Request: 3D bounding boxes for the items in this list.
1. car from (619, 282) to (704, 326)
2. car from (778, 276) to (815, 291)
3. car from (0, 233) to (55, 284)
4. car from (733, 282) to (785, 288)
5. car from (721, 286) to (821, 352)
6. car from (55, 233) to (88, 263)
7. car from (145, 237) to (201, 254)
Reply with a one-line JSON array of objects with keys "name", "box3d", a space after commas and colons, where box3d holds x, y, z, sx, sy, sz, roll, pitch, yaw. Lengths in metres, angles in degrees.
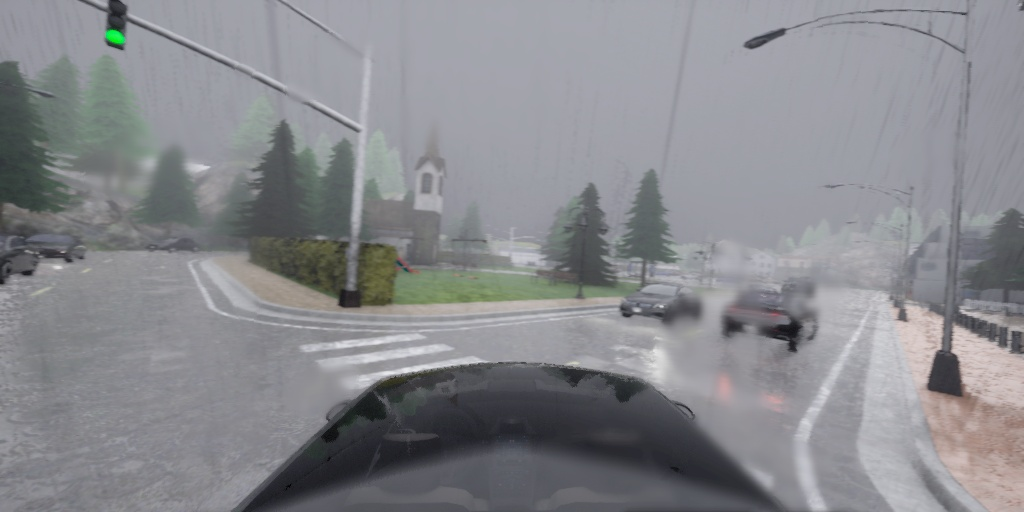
[{"name": "car", "box3d": [6.119, 1.780, 14.305, 4.674, 1.442, 1.812, 5, 0, -44]}, {"name": "car", "box3d": [29.380, 3.147, 36.639, 5.566, 2.045, 2.150, 5, 0, -44]}, {"name": "car", "box3d": [-16.869, -0.017, 11.309, 2.128, 1.511, 4.902, 5, 0, -43]}, {"name": "car", "box3d": [17.321, 2.753, 25.143, 4.718, 1.301, 1.895, 5, 0, -44]}, {"name": "car", "box3d": [8.243, 1.900, 11.323, 4.902, 1.511, 2.128, 5, 0, -43]}, {"name": "car", "box3d": [-24.018, -0.487, 18.839, 2.033, 1.411, 5.357, 5, 0, -43]}, {"name": "car", "box3d": [-31.225, -1.037, 33.223, 1.837, 1.490, 4.892, 4, -1, -8]}]
